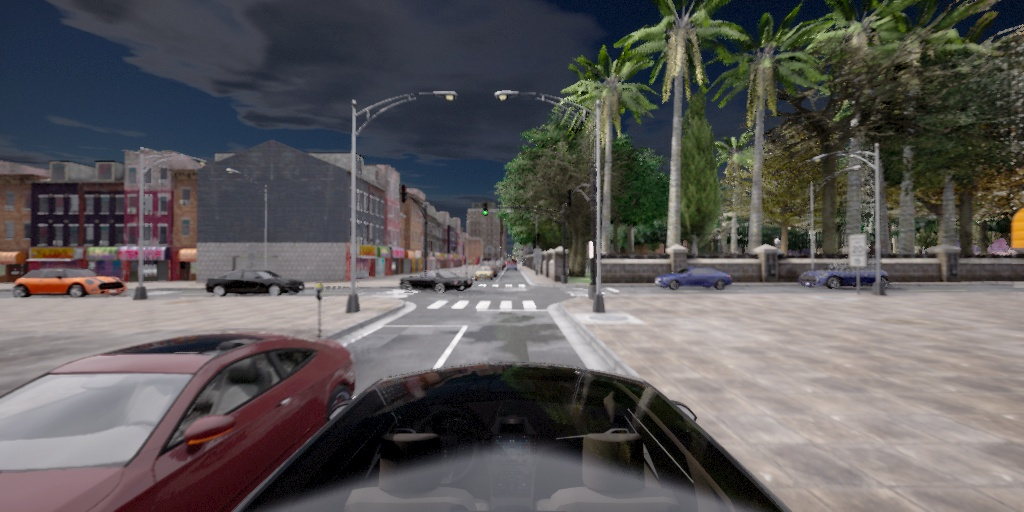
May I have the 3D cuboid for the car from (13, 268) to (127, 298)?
[{"bbox_3d":[-24.822,1.458,20.284,4.553,1.767,2.097,-1,-1,0],"label":"car"}]

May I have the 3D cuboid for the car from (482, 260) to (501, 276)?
[{"bbox_3d":[-2.662,1.466,40.481,2.192,1.841,5.009,0,0,0],"label":"car"}]

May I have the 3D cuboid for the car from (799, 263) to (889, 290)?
[{"bbox_3d":[21.419,1.219,23.280,4.553,1.767,2.097,0,-1,0],"label":"car"}]

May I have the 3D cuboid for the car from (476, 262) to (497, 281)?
[{"bbox_3d":[-2.658,1.622,35.043,1.751,1.417,4.829,0,0,0],"label":"car"}]

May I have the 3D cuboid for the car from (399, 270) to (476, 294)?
[{"bbox_3d":[-4.788,1.581,22.112,4.718,1.301,1.895,-1,-1,34],"label":"car"}]

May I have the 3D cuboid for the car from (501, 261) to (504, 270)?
[{"bbox_3d":[-2.661,1.868,56.291,2.007,1.370,4.403,0,0,0],"label":"car"}]

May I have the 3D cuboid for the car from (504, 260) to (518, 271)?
[{"bbox_3d":[-0.011,1.954,64.736,2.033,1.411,5.357,0,-1,0],"label":"car"}]

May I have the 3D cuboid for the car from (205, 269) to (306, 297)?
[{"bbox_3d":[-14.396,1.500,20.289,5.008,1.535,1.882,0,-1,1],"label":"car"}]

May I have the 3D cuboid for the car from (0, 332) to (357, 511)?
[{"bbox_3d":[-2.638,1.342,2.661,1.802,1.307,4.207,0,0,0],"label":"car"}]

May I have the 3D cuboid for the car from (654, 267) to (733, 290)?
[{"bbox_3d":[11.715,1.429,23.286,4.674,1.442,1.812,0,-1,1],"label":"car"}]
